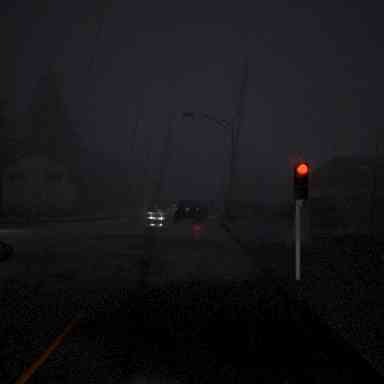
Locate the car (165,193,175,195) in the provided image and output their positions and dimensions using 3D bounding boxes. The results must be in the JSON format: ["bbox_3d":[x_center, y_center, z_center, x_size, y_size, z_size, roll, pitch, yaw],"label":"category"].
[{"bbox_3d":[-4.051,1.221,60.466,2.150,2.045,5.566,0,0,0],"label":"car"}]

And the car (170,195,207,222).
[{"bbox_3d":[-0.030,1.352,26.712,2.097,1.767,4.553,0,0,9],"label":"car"}]

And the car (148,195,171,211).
[{"bbox_3d":[-4.088,1.491,40.013,2.128,1.511,4.902,0,0,0],"label":"car"}]
